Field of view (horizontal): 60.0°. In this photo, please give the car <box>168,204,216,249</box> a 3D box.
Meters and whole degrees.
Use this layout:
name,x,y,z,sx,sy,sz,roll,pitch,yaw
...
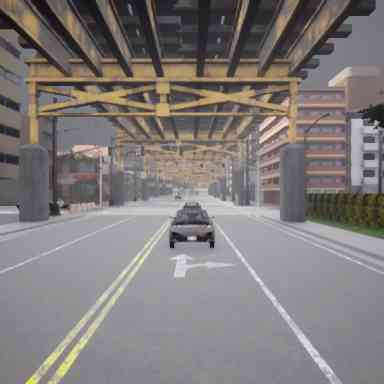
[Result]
name,x,y,z,sx,sy,sz,roll,pitch,yaw
car,0.000,1.494,14.650,2.128,1.511,4.902,0,0,0

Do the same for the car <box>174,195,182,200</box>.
name,x,y,z,sx,sy,sz,roll,pitch,yaw
car,-3.500,1.463,85.210,1.895,1.301,4.718,0,0,0

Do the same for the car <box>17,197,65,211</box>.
name,x,y,z,sx,sy,sz,roll,pitch,yaw
car,-17.088,1.450,37.103,4.974,1.542,2.038,0,0,25

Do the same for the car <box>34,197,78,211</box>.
name,x,y,z,sx,sy,sz,roll,pitch,yaw
car,-16.762,1.451,41.261,4.974,1.542,2.038,0,0,-20

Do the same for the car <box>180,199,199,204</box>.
name,x,y,z,sx,sy,sz,roll,pitch,yaw
car,0.000,1.571,29.650,1.994,1.385,4.181,0,0,0

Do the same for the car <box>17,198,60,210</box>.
name,x,y,z,sx,sy,sz,roll,pitch,yaw
car,-17.136,1.293,37.124,4.536,1.218,1.853,0,0,25

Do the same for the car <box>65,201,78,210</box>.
name,x,y,z,sx,sy,sz,roll,pitch,yaw
car,-16.811,1.293,41.243,4.536,1.218,1.853,0,0,-20
